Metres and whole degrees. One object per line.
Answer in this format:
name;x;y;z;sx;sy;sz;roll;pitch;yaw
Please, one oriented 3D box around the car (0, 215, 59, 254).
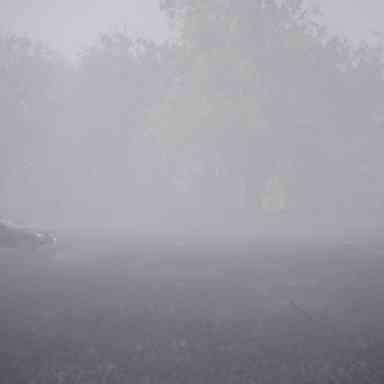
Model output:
car;-7.958;1.692;13.642;4.674;1.442;1.812;0;-1;-1
